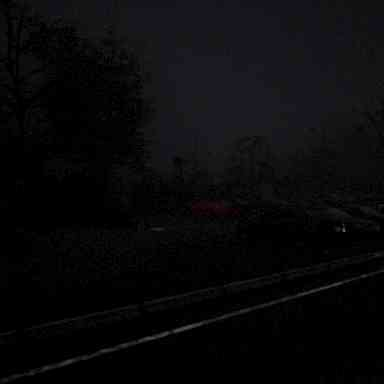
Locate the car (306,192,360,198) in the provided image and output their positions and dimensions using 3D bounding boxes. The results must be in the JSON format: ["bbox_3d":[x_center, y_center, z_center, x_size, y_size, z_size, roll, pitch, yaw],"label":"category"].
[{"bbox_3d":[15.081,1.094,37.138,2.435,2.045,5.566,0,0,-35],"label":"car"}]

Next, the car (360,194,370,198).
[{"bbox_3d":[17.386,1.339,38.789,2.097,1.535,5.008,0,0,-35],"label":"car"}]

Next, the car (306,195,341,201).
[{"bbox_3d":[12.773,1.377,35.510,2.163,1.488,4.792,0,0,-35],"label":"car"}]

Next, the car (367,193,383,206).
[{"bbox_3d":[26.640,1.037,45.275,2.185,1.767,4.553,-1,1,-35],"label":"car"}]

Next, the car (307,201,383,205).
[{"bbox_3d":[8.591,1.403,17.215,2.002,1.452,4.674,0,0,-35],"label":"car"}]

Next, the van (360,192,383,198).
[{"bbox_3d":[22.174,1.039,42.022,1.878,1.987,4.442,-1,1,-35],"label":"van"}]

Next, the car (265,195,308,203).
[{"bbox_3d":[8.238,1.354,32.359,2.231,1.521,4.892,0,0,-35],"label":"car"}]

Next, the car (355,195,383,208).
[{"bbox_3d":[24.401,1.242,43.775,2.163,1.488,4.792,-1,1,-35],"label":"car"}]

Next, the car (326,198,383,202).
[{"bbox_3d":[10.795,1.357,18.993,1.946,1.575,5.366,0,0,-35],"label":"car"}]

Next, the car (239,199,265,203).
[{"bbox_3d":[3.526,1.358,29.026,2.097,1.535,5.008,0,0,-35],"label":"car"}]

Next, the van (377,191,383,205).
[{"bbox_3d":[28.962,0.882,47.092,1.878,1.987,4.442,-1,1,-35],"label":"van"}]

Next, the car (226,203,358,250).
[{"bbox_3d":[3.955,1.397,13.981,2.163,1.488,4.792,0,0,-35],"label":"car"}]

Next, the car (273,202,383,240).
[{"bbox_3d":[6.281,1.405,15.587,2.002,1.452,4.674,0,0,-35],"label":"car"}]

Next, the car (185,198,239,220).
[{"bbox_3d":[1.334,1.235,27.449,2.185,1.767,4.553,0,0,-35],"label":"car"}]

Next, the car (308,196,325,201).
[{"bbox_3d":[10.465,1.380,33.884,2.163,1.488,4.792,0,0,-35],"label":"car"}]
